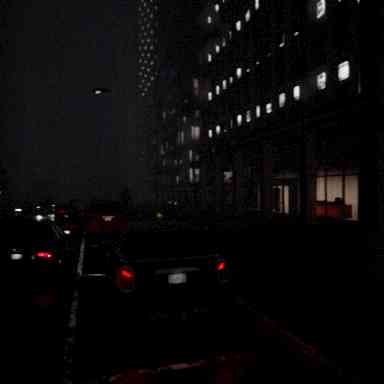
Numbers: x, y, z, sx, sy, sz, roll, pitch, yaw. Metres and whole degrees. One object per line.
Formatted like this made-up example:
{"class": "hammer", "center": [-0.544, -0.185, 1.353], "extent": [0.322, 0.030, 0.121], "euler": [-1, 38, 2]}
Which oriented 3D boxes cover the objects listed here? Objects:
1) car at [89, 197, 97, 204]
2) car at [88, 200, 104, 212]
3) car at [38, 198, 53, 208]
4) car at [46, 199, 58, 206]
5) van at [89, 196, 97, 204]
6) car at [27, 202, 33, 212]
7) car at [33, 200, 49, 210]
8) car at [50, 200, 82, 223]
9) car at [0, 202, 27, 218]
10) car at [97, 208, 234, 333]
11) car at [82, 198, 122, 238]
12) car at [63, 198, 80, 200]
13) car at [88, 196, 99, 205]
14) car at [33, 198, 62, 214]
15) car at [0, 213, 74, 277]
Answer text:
{"class": "car", "center": [-24.953, 2.082, 83.793], "extent": [1.967, 1.590, 4.097], "euler": [-1, 0, -17]}
{"class": "car", "center": [-13.208, 1.897, 45.780], "extent": [2.008, 1.369, 4.403], "euler": [-1, 0, -17]}
{"class": "car", "center": [-26.249, 1.996, 59.597], "extent": [1.967, 1.590, 4.097], "euler": [-1, 0, -17]}
{"class": "car", "center": [-29.552, 2.165, 70.296], "extent": [1.752, 1.417, 4.829], "euler": [-1, 0, -17]}
{"class": "van", "center": [-23.278, 1.941, 78.363], "extent": [1.690, 1.788, 3.998], "euler": [-1, 0, -17]}
{"class": "car", "center": [-21.214, 1.980, 43.306], "extent": [2.008, 1.369, 4.403], "euler": [-1, 0, -17]}
{"class": "car", "center": [-24.569, 2.096, 54.166], "extent": [1.802, 1.307, 4.206], "euler": [-1, 0, -17]}
{"class": "car", "center": [-10.362, 1.715, 27.816], "extent": [1.882, 1.535, 5.008], "euler": [-1, 0, -17]}
{"class": "car", "center": [-17.860, 1.895, 32.446], "extent": [2.008, 1.369, 4.403], "euler": [-1, 0, -17]}
{"class": "car", "center": [-0.855, 1.391, 7.243], "extent": [2.097, 1.767, 4.553], "euler": [-1, 0, -17]}
{"class": "car", "center": [-4.825, 1.448, 18.629], "extent": [2.192, 1.841, 5.009], "euler": [-1, 0, -17]}
{"class": "car", "center": [-15.382, 1.715, 43.727], "extent": [2.097, 1.767, 4.553], "euler": [-1, 0, -17]}
{"class": "car", "center": [-21.601, 1.873, 72.933], "extent": [2.192, 1.841, 5.009], "euler": [-1, 0, -17]}
{"class": "car", "center": [-17.560, 1.726, 40.539], "extent": [2.097, 1.767, 4.553], "euler": [-1, 0, -17]}
{"class": "car", "center": [-5.024, 1.649, 10.537], "extent": [2.033, 1.411, 5.357], "euler": [-1, 0, -17]}
